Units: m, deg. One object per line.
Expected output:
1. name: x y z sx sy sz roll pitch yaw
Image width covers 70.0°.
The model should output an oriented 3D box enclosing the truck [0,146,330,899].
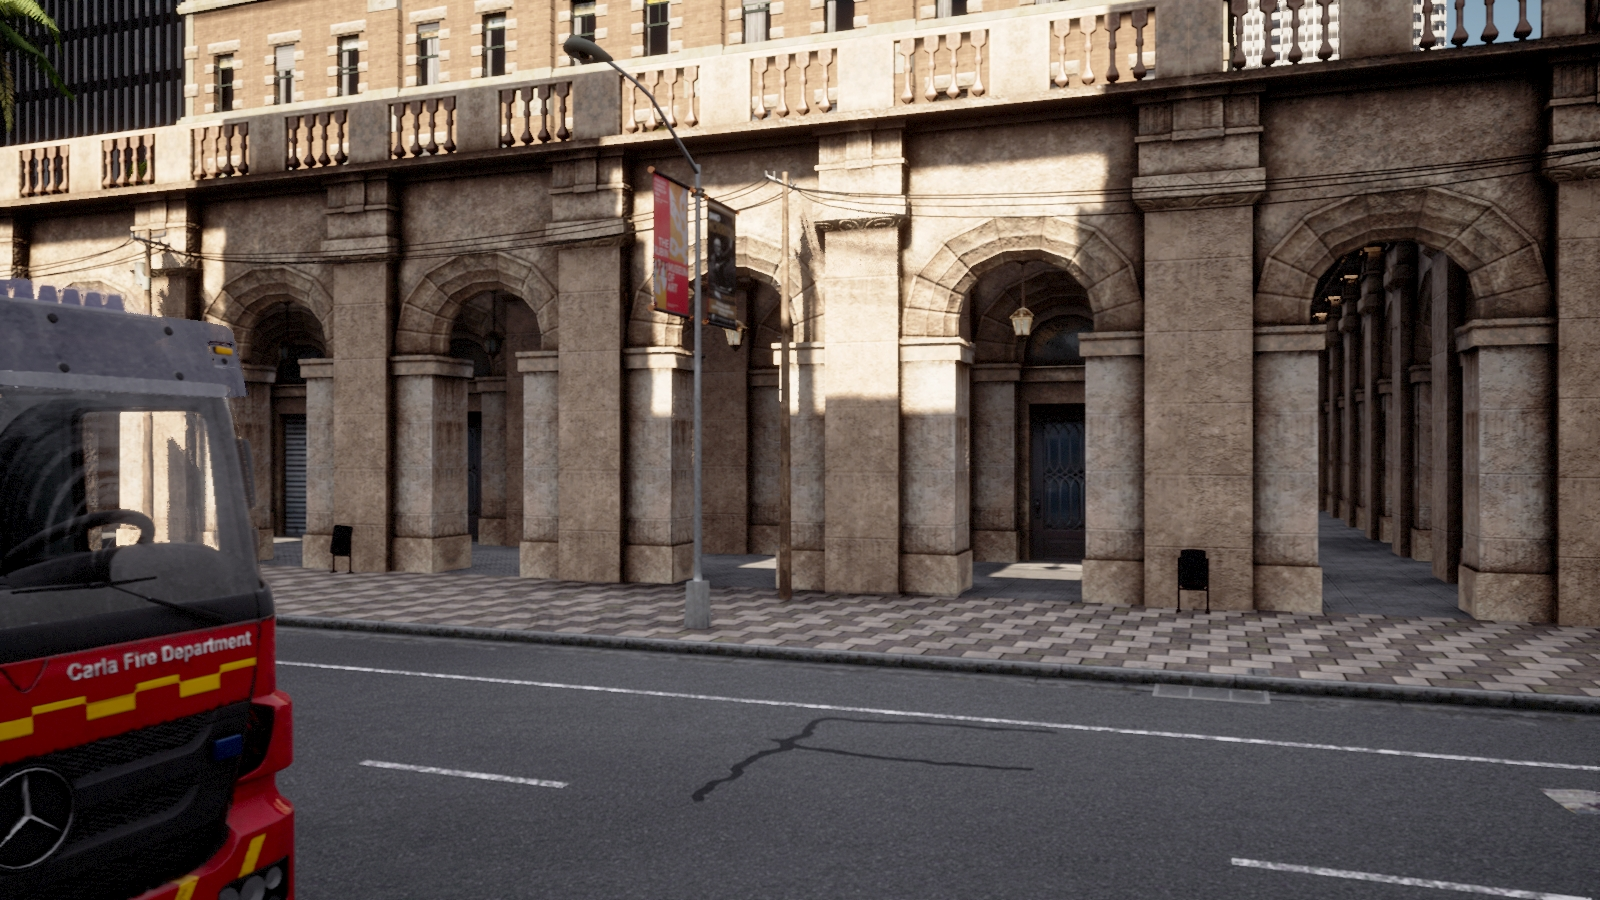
1. truck: -6.657 0.888 5.403 8.468 3.827 2.891 0 0 20
